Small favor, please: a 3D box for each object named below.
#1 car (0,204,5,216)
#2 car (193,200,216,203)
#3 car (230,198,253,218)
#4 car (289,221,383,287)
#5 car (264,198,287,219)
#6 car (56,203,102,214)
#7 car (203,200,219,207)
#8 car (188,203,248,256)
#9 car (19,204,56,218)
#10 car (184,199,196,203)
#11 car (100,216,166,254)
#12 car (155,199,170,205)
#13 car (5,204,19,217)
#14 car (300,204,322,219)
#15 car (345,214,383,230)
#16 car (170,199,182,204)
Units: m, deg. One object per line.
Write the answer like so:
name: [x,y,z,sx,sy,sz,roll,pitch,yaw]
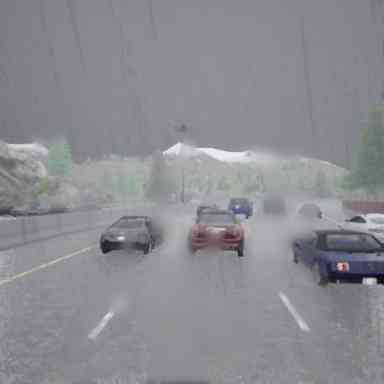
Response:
car: [-20.312,1.945,34.940,1.895,1.301,4.718,0,-1,13]
car: [1.810,1.917,35.923,1.837,1.490,4.892,0,-1,15]
car: [5.125,1.631,34.910,2.150,2.045,5.566,0,-1,15]
car: [4.146,1.722,9.602,1.895,1.301,4.718,0,-1,5]
car: [8.637,1.636,34.505,2.150,2.045,5.566,0,-1,15]
car: [-10.305,1.836,31.515,1.837,1.490,4.892,0,-1,13]
car: [4.022,2.354,70.033,1.994,1.385,4.181,0,-1,27]
car: [1.109,1.517,14.169,2.097,1.767,4.553,0,-1,6]
car: [-13.747,1.879,32.346,2.033,1.411,5.357,0,-1,13]
car: [0.423,2.324,70.717,1.812,1.442,4.674,0,-1,27]
car: [-2.386,1.722,14.381,1.994,1.385,4.181,0,-1,7]
car: [-5.996,2.358,73.559,2.033,1.411,5.357,0,-1,27]
car: [-16.766,1.914,34.602,1.994,1.385,4.181,0,-1,14]
car: [12.446,1.993,34.969,1.994,1.385,4.181,0,-1,16]
car: [8.302,1.723,15.410,1.812,1.442,4.674,0,-1,7]
car: [-2.196,2.317,73.240,1.837,1.490,4.892,0,-1,27]
